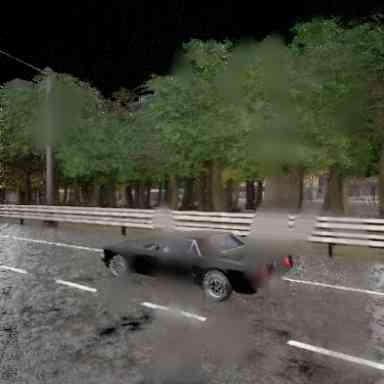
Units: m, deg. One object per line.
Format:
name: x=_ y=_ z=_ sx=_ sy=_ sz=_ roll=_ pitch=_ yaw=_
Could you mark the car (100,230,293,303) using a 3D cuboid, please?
car: x=-0.110 y=1.606 z=8.247 sx=4.718 sy=1.301 sz=1.895 roll=0 pitch=0 yaw=36
